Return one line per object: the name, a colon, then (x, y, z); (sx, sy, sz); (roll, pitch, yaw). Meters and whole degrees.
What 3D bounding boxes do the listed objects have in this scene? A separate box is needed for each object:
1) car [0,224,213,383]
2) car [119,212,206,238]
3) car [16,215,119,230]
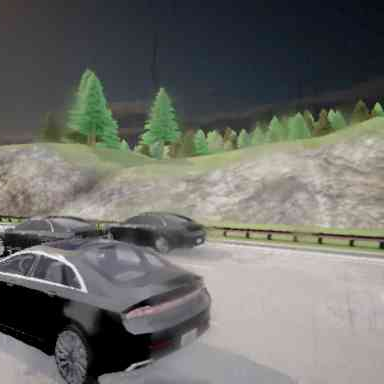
car: (-2.007, 1.528, 5.385); (4.902, 1.511, 2.128); (0, 0, 36)
car: (-1.740, 1.577, 13.721); (4.892, 1.490, 1.837); (0, 0, 34)
car: (-5.093, 1.587, 11.776); (4.892, 1.490, 1.837); (-1, 0, 34)
